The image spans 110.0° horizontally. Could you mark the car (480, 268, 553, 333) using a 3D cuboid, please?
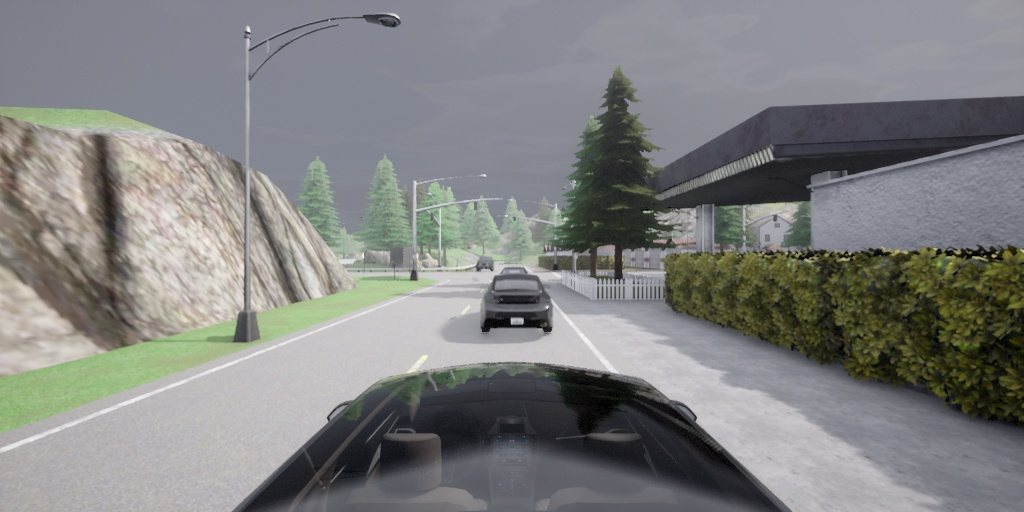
[{"bbox_3d":[0.118,1.271,10.742,1.837,1.490,4.892,0,0,0],"label":"car"}]

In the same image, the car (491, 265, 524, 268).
[{"bbox_3d":[0.123,1.333,20.869,2.033,1.411,5.357,0,0,1],"label":"car"}]

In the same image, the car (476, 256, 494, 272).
[{"bbox_3d":[-3.535,1.056,47.963,2.150,2.045,5.566,0,0,1],"label":"car"}]
